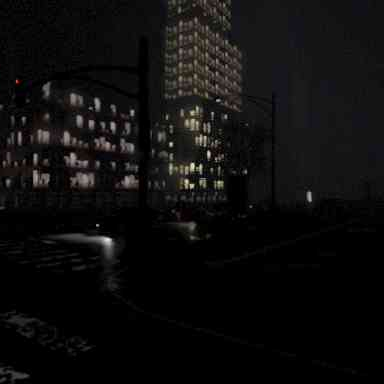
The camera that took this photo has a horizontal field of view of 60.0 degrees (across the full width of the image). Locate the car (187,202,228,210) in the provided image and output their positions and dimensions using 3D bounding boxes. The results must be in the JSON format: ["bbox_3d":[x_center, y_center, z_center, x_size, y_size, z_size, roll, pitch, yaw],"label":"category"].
[{"bbox_3d":[2.083,1.677,28.908,1.882,1.535,5.008,1,0,36],"label":"car"}]

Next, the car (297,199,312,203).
[{"bbox_3d":[18.700,1.851,55.719,1.752,1.417,4.829,0,0,37],"label":"car"}]

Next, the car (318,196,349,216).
[{"bbox_3d":[15.700,1.635,37.437,2.192,1.841,5.009,0,0,37],"label":"car"}]

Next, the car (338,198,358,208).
[{"bbox_3d":[26.469,1.892,56.476,2.128,1.511,4.902,1,0,37],"label":"car"}]

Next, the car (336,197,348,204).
[{"bbox_3d":[35.213,1.985,78.027,1.752,1.417,4.829,0,0,37],"label":"car"}]

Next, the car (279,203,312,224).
[{"bbox_3d":[8.455,1.844,27.577,1.802,1.307,4.206,0,0,37],"label":"car"}]

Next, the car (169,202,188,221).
[{"bbox_3d":[-1.117,1.608,29.163,1.967,1.590,4.097,0,0,37],"label":"car"}]

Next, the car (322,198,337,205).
[{"bbox_3d":[28.709,1.972,69.239,1.947,1.339,4.313,0,0,37],"label":"car"}]

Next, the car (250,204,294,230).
[{"bbox_3d":[5.195,1.803,23.172,1.947,1.339,4.313,0,0,37],"label":"car"}]

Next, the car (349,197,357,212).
[{"bbox_3d":[18.975,1.786,41.919,1.967,1.590,4.097,0,0,37],"label":"car"}]

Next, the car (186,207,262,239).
[{"bbox_3d":[1.933,1.762,18.766,2.008,1.369,4.403,0,0,37],"label":"car"}]

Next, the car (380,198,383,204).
[{"bbox_3d":[45.354,2.110,77.640,2.008,1.369,4.403,0,0,37],"label":"car"}]

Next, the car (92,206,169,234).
[{"bbox_3d":[-3.919,1.657,20.803,1.837,1.490,4.892,1,0,37],"label":"car"}]

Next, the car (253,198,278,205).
[{"bbox_3d":[8.175,1.599,37.118,2.097,1.767,4.553,1,0,37],"label":"car"}]

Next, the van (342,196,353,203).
[{"bbox_3d":[38.618,1.828,82.625,1.690,1.788,3.998,0,0,37],"label":"van"}]

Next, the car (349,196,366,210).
[{"bbox_3d":[25.538,1.838,50.871,1.967,1.590,4.097,0,0,37],"label":"car"}]

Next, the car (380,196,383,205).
[{"bbox_3d":[35.547,2.004,64.392,1.752,1.417,4.829,0,0,37],"label":"car"}]
